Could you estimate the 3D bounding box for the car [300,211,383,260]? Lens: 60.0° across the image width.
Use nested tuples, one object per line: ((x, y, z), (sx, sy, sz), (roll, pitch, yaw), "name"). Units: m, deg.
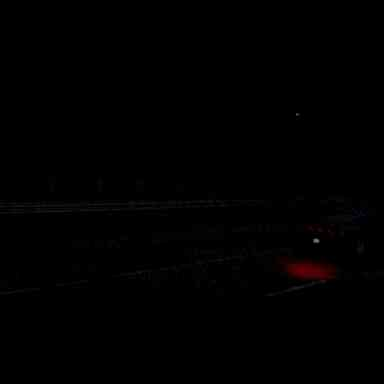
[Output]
((6.180, 1.473, 12.538), (5.008, 1.535, 1.882), (0, 0, -35), "car")
